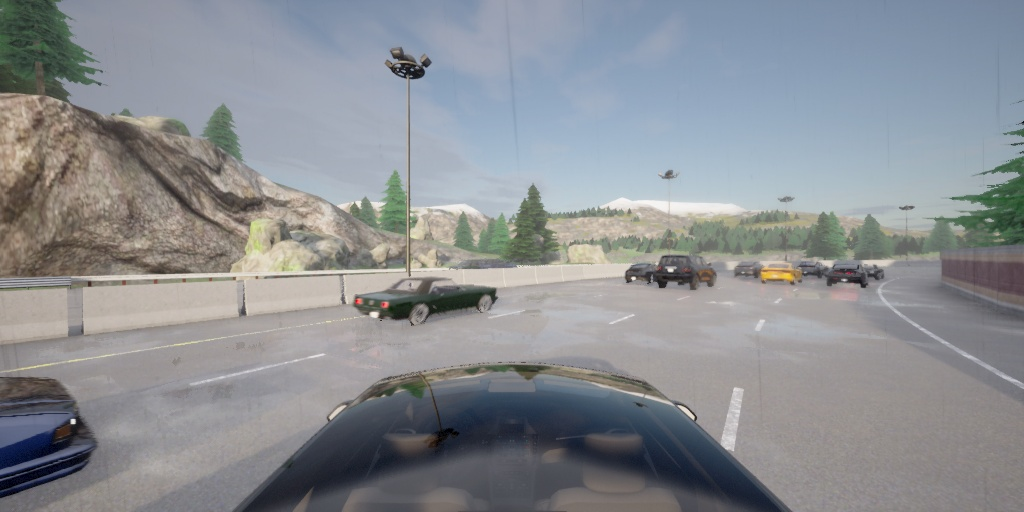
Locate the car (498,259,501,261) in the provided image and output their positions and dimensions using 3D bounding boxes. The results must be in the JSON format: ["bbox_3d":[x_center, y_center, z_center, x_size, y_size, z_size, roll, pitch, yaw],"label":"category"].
[{"bbox_3d":[-2.785,1.102,38.709,2.097,1.767,4.553,0,0,45],"label":"car"}]

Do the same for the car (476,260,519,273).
[{"bbox_3d":[-1.723,1.297,44.752,5.357,1.411,2.033,0,0,-44],"label":"car"}]

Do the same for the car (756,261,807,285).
[{"bbox_3d":[19.817,1.228,26.289,5.008,1.535,1.882,0,0,-44],"label":"car"}]

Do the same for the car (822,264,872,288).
[{"bbox_3d":[22.507,1.255,24.017,4.892,1.490,1.837,0,0,-43],"label":"car"}]

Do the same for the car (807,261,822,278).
[{"bbox_3d":[27.777,1.241,33.140,4.902,1.511,2.128,0,0,-39],"label":"car"}]

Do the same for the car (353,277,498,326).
[{"bbox_3d":[-2.541,1.351,11.815,1.895,1.301,4.718,0,0,36],"label":"car"}]

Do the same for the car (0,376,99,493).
[{"bbox_3d":[-5.615,1.297,1.242,2.033,1.411,5.357,0,0,33],"label":"car"}]

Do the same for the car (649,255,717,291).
[{"bbox_3d":[11.012,0.964,22.549,2.150,2.045,5.566,0,-1,44],"label":"car"}]

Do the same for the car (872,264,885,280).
[{"bbox_3d":[30.463,1.351,30.831,4.718,1.301,1.895,0,0,-39],"label":"car"}]

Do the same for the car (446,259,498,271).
[{"bbox_3d":[-3.830,1.102,32.486,2.097,1.767,4.553,0,0,43],"label":"car"}]

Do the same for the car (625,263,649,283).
[{"bbox_3d":[10.100,1.257,26.598,1.837,1.490,4.892,0,0,44],"label":"car"}]

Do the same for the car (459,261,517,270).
[{"bbox_3d":[-1.889,1.314,29.431,1.994,1.385,4.181,0,0,42],"label":"car"}]

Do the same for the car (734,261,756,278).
[{"bbox_3d":[22.126,1.241,33.032,4.902,1.511,2.128,0,0,-41],"label":"car"}]
